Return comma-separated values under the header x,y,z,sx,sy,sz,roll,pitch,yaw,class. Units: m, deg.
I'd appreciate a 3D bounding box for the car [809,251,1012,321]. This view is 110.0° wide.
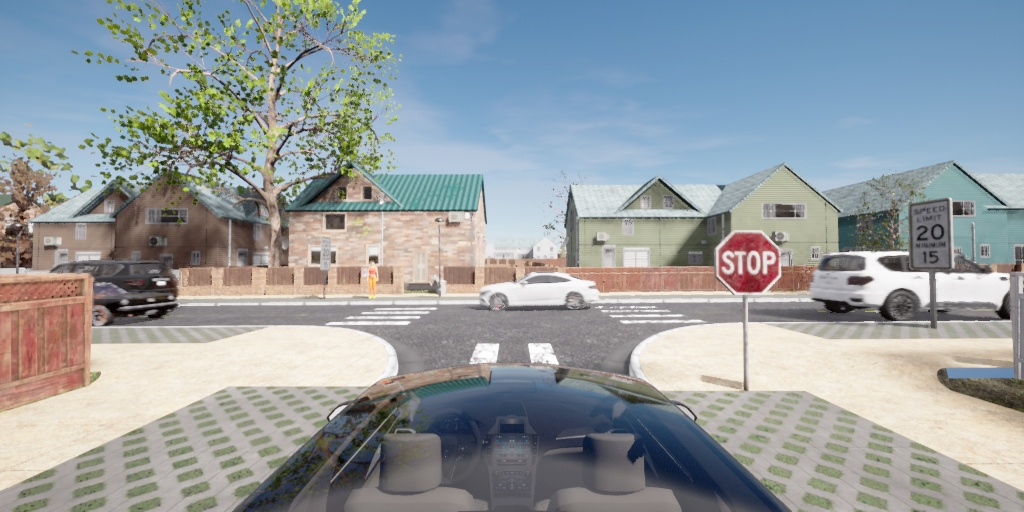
x,y,z,sx,sy,sz,roll,pitch,yaw,class
12.505,0.871,11.119,5.566,2.045,2.150,-1,-1,1,car

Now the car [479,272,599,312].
x,y,z,sx,sy,sz,roll,pitch,yaw,class
1.047,1.353,14.213,4.674,1.442,1.812,-1,-1,1,car

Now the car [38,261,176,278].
x,y,z,sx,sy,sz,roll,pitch,yaw,class
-16.788,1.225,14.452,5.566,2.045,2.150,-1,-1,0,car

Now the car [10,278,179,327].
x,y,z,sx,sy,sz,roll,pitch,yaw,class
-13.705,1.496,11.461,4.718,1.301,1.895,-1,-1,1,car

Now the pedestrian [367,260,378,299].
x,y,z,sx,sy,sz,roll,pitch,yaw,class
-6.707,1.113,17.239,0.375,1.860,0.375,0,-1,1,pedestrian
